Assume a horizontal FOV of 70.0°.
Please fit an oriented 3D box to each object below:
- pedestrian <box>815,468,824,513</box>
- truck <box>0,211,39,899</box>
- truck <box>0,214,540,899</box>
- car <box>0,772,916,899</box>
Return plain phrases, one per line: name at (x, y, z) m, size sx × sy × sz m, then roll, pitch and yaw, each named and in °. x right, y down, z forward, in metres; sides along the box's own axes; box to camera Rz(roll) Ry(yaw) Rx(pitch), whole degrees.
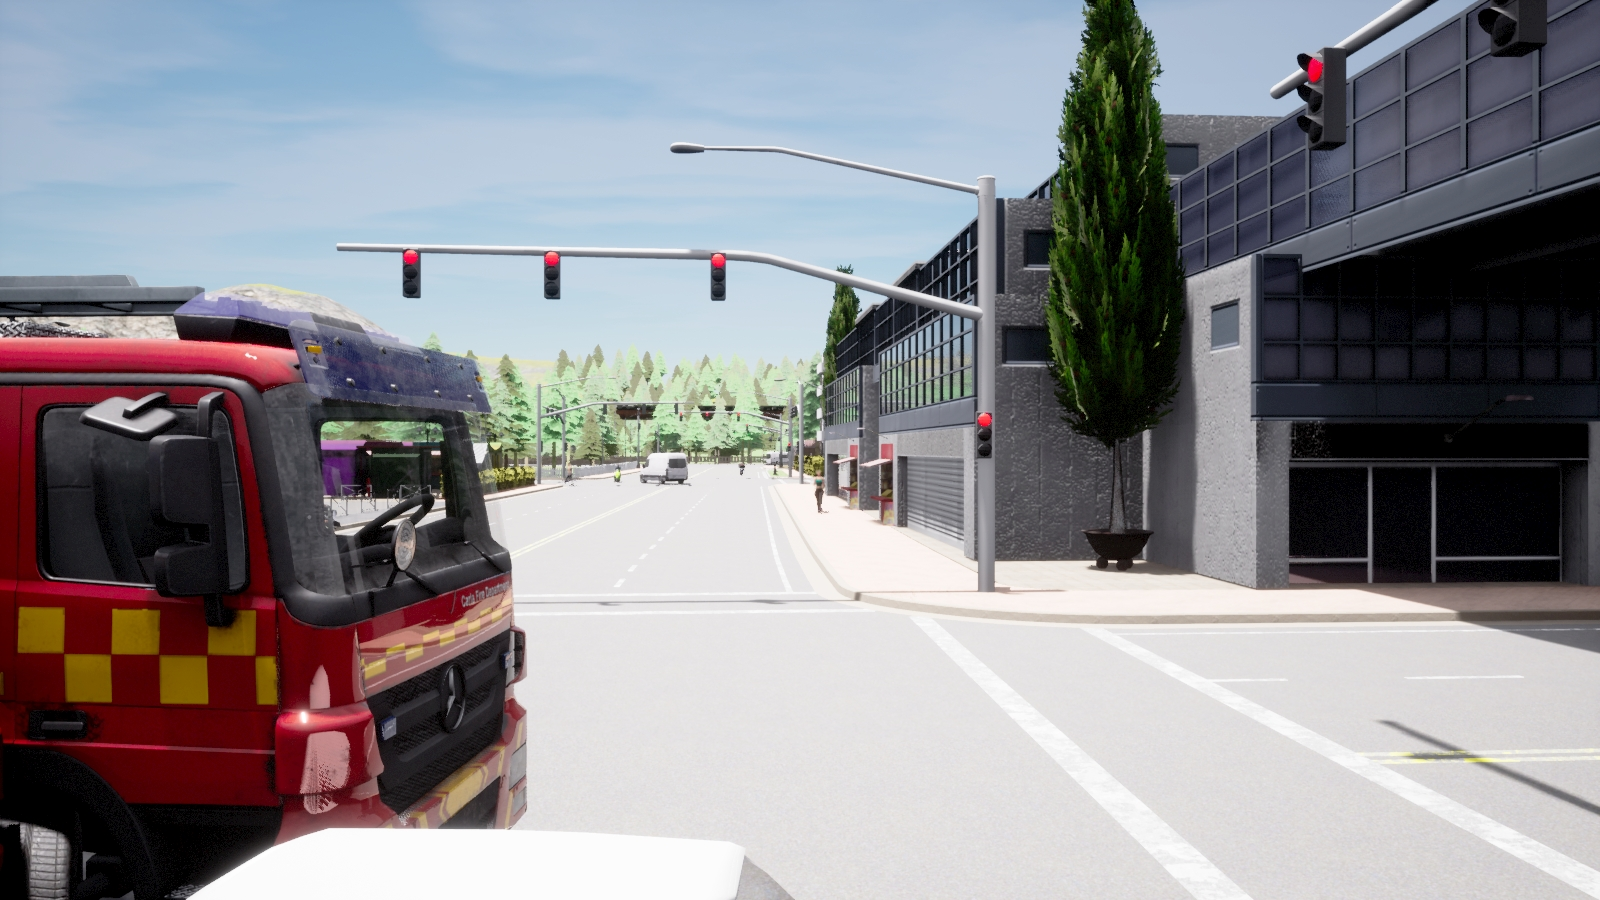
pedestrian at (0.798, 1.696, 47.570) m, size 0.375 × 1.860 × 0.375 m, roll 0°, pitch 0°, yaw 0°
truck at (-7.587, 0.890, 3.490) m, size 8.468 × 3.827 × 2.891 m, roll 0°, pitch 0°, yaw -3°
truck at (-6.102, 0.890, 6.659) m, size 8.468 × 3.827 × 2.891 m, roll 0°, pitch 0°, yaw 4°
car at (-1.549, 2.065, 3.579) m, size 3.806 × 1.475 × 1.970 m, roll 0°, pitch 0°, yaw 5°
